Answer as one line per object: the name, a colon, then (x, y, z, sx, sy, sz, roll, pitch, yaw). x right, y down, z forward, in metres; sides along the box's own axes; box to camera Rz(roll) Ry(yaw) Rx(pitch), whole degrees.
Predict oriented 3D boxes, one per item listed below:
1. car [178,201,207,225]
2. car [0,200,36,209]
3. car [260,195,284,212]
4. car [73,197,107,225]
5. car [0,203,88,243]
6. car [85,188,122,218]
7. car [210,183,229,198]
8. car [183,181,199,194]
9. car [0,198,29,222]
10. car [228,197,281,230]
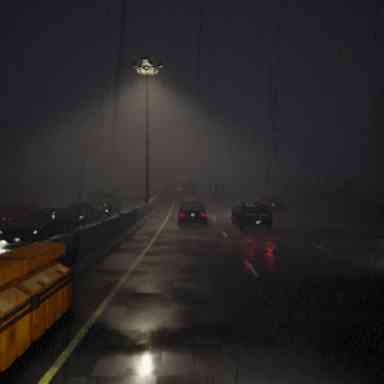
car: (0.022, 1.332, 22.492, 2.033, 1.411, 5.357, 0, 2, 0)
car: (-10.565, 1.344, 20.018, 1.882, 1.535, 5.008, 0, 2, 0)
car: (6.892, 0.921, 30.205, 1.994, 1.385, 4.181, 0, 4, 0)
car: (-7.071, 1.358, 21.155, 1.812, 1.442, 4.674, 0, 2, 0)
car: (-7.073, 1.506, 16.125, 2.033, 1.411, 5.357, 0, 1, 0)
car: (-7.101, 0.797, 26.617, 2.150, 2.045, 5.566, 0, 3, 0)
car: (3.403, -0.372, 41.846, 2.097, 1.767, 4.553, 0, 6, 0)
car: (-0.112, -0.694, 45.967, 1.837, 1.490, 4.892, 0, 7, 0)
car: (-14.089, 1.287, 24.529, 1.895, 1.301, 4.718, 0, 3, 0)
car: (3.534, 1.355, 20.250, 2.128, 1.511, 4.902, 0, 2, 0)
